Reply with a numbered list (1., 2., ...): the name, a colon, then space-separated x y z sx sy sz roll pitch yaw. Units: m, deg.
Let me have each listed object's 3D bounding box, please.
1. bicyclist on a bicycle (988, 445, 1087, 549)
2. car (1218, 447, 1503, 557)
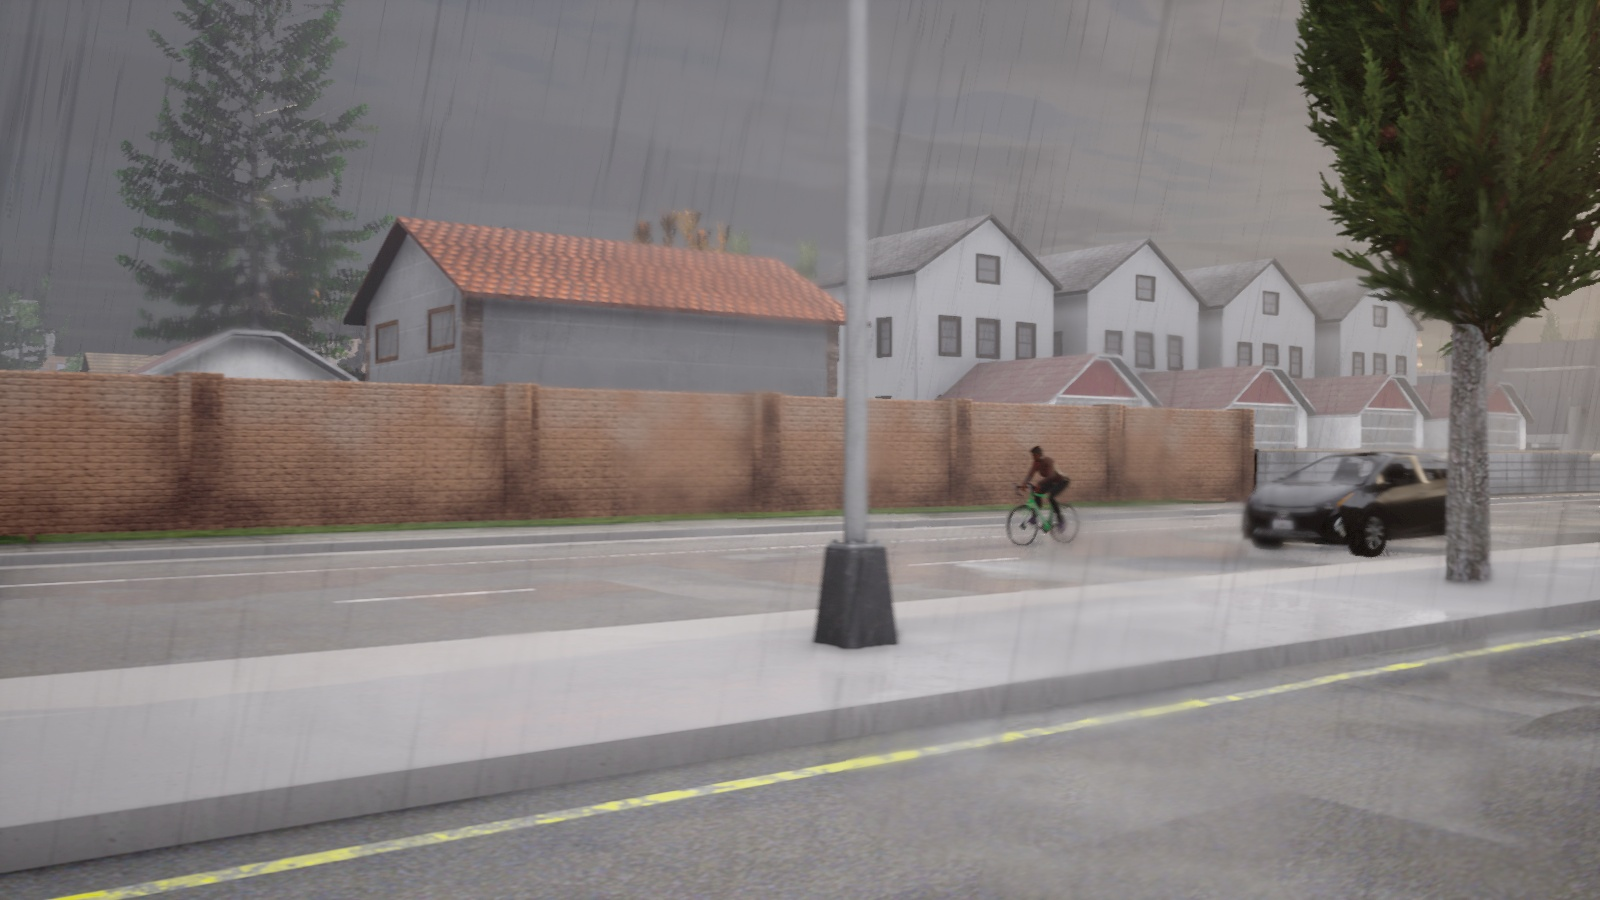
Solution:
1. bicyclist on a bicycle: 3.860 0.738 20.380 1.656 1.620 0.582 0 0 -35
2. car: 8.771 0.720 19.532 4.514 1.525 2.007 0 0 -35
